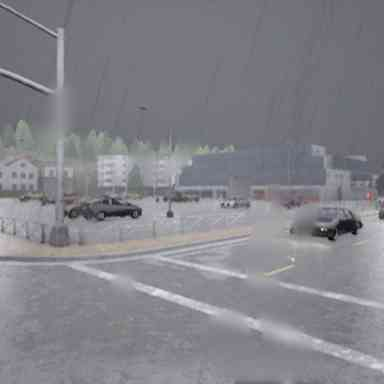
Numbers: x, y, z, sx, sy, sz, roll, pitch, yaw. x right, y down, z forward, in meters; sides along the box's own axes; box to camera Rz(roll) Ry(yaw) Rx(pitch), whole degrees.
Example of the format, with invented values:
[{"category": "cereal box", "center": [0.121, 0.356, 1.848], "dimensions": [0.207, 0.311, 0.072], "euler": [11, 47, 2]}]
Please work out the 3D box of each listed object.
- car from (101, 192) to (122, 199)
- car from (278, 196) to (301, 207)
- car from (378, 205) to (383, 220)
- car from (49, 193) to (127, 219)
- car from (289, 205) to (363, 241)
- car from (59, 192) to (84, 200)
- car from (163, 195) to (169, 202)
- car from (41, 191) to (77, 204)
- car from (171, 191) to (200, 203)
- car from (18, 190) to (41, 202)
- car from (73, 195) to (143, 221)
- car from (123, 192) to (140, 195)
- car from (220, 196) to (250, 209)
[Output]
[{"category": "car", "center": [-17.090, 0.783, 70.513], "dimensions": [1.970, 1.475, 3.806], "euler": [1, 0, 44]}, {"category": "car", "center": [12.443, 1.237, 42.504], "dimensions": [1.845, 1.501, 3.633], "euler": [1, 0, 44]}, {"category": "car", "center": [16.534, 1.457, 26.713], "dimensions": [2.128, 1.511, 4.902], "euler": [1, 0, 44]}, {"category": "car", "center": [-8.021, 1.155, 26.027], "dimensions": [2.152, 1.636, 5.027], "euler": [1, 0, 44]}, {"category": "car", "center": [6.910, 1.506, 16.696], "dimensions": [2.033, 1.411, 5.357], "euler": [1, 0, 44]}, {"category": "car", "center": [-24.636, 0.816, 68.030], "dimensions": [2.007, 1.523, 4.514], "euler": [1, 0, 44]}, {"category": "car", "center": [-3.120, 0.775, 57.320], "dimensions": [1.905, 1.878, 3.866], "euler": [1, 0, 44]}, {"category": "car", "center": [-18.252, 0.959, 46.806], "dimensions": [2.007, 1.523, 4.514], "euler": [1, 0, 44]}, {"category": "car", "center": [-0.753, 0.818, 55.585], "dimensions": [1.932, 1.855, 4.605], "euler": [1, 0, 44]}, {"category": "car", "center": [-26.664, 0.663, 56.018], "dimensions": [1.932, 1.855, 4.605], "euler": [1, 0, 44]}, {"category": "car", "center": [-5.741, 1.188, 23.873], "dimensions": [2.007, 1.523, 4.514], "euler": [1, 0, 44]}, {"category": "car", "center": [-12.273, 0.753, 66.260], "dimensions": [2.152, 1.636, 5.027], "euler": [1, 0, 44]}, {"category": "car", "center": [5.126, 1.220, 39.277], "dimensions": [1.970, 1.475, 3.806], "euler": [1, 0, 44]}]
